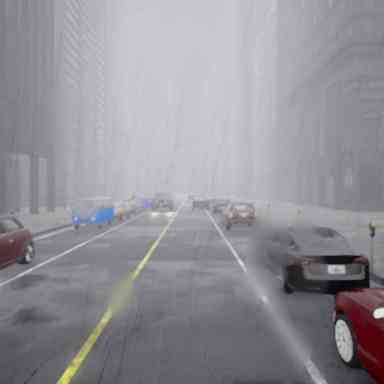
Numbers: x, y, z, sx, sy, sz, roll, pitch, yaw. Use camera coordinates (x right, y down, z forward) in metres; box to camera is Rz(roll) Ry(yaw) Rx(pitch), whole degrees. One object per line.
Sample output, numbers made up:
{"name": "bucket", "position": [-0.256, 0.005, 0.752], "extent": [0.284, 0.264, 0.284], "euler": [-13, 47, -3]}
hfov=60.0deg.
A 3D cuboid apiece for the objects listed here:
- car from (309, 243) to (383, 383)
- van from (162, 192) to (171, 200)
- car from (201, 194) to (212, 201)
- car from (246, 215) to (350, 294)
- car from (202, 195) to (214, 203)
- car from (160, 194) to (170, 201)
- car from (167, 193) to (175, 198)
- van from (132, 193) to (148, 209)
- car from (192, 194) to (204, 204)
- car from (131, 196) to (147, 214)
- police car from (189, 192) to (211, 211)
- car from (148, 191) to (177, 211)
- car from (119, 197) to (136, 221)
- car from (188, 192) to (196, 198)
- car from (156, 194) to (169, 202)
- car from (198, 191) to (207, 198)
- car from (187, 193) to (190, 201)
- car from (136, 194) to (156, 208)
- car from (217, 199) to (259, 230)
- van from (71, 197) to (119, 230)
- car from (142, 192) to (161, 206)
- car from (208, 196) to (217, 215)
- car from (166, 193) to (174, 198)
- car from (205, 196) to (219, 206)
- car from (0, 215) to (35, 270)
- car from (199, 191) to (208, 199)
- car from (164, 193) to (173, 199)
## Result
{"name": "car", "position": [2.761, 1.523, 2.803], "extent": [1.887, 1.381, 4.507], "euler": [0, 0, 0]}
{"name": "van", "position": [-5.728, 0.802, 76.072], "extent": [1.690, 1.788, 3.998], "euler": [0, 0, 0]}
{"name": "car", "position": [2.792, 1.117, 64.802], "extent": [1.802, 1.307, 4.206], "euler": [0, 0, 0]}
{"name": "car", "position": [2.764, 1.502, 8.440], "extent": [1.947, 1.339, 4.313], "euler": [0, 0, 0]}
{"name": "car", "position": [2.790, 1.156, 59.165], "extent": [1.802, 1.307, 4.206], "euler": [0, 0, 0]}
{"name": "car", "position": [-5.730, 1.080, 70.437], "extent": [1.802, 1.307, 4.206], "euler": [0, 0, 0]}
{"name": "car", "position": [-5.719, 0.921, 92.983], "extent": [1.947, 1.339, 4.313], "euler": [0, 0, 0]}
{"name": "van", "position": [-5.748, 1.072, 36.616], "extent": [1.690, 1.788, 3.998], "euler": [0, 0, 0]}
{"name": "car", "position": [0.927, 1.145, 52.591], "extent": [1.812, 1.442, 4.674], "euler": [0, 0, 0]}
{"name": "car", "position": [-5.750, 1.322, 30.981], "extent": [2.008, 1.369, 4.403], "euler": [0, 0, 0]}
{"name": "police car", "position": [0.919, 1.156, 36.701], "extent": [1.930, 1.638, 5.238], "euler": [0, 0, 0]}
{"name": "car", "position": [-3.078, 0.958, 36.318], "extent": [2.150, 2.045, 5.566], "euler": [0, 0, 0]}
{"name": "car", "position": [-5.753, 1.338, 25.175], "extent": [1.752, 1.417, 4.829], "euler": [0, 0, 0]}
{"name": "car", "position": [0.043, 0.822, 85.615], "extent": [1.994, 1.385, 4.181], "euler": [0, 0, 0]}
{"name": "car", "position": [-5.733, 1.086, 64.800], "extent": [2.008, 1.369, 4.403], "euler": [0, 0, 0]}
{"name": "car", "position": [2.802, 0.705, 87.343], "extent": [2.192, 1.841, 5.009], "euler": [0, 0, 0]}
{"name": "car", "position": [0.035, 0.991, 69.704], "extent": [1.837, 1.490, 4.892], "euler": [0, 0, 0]}
{"name": "car", "position": [-5.745, 1.132, 42.253], "extent": [1.967, 1.590, 4.097], "euler": [0, 0, 0]}
{"name": "car", "position": [2.769, 1.293, 19.710], "extent": [1.967, 1.590, 4.097], "euler": [0, 0, 0]}
{"name": "van", "position": [-5.756, 1.194, 19.707], "extent": [1.690, 1.788, 3.998], "euler": [0, 0, 0]}
{"name": "car", "position": [-5.742, 0.967, 47.889], "extent": [2.192, 1.841, 5.009], "euler": [0, 0, 0]}
{"name": "car", "position": [2.775, 1.337, 30.984], "extent": [1.947, 1.339, 4.313], "euler": [0, 0, 0]}
{"name": "car", "position": [-5.722, 0.972, 87.347], "extent": [1.802, 1.307, 4.206], "euler": [0, 0, 0]}
{"name": "car", "position": [2.784, 1.234, 47.893], "extent": [1.802, 1.307, 4.206], "euler": [0, 0, 0]}
{"name": "car", "position": [-5.761, 1.376, 8.435], "extent": [1.967, 1.590, 4.097], "euler": [0, 0, 0]}
{"name": "car", "position": [2.799, 0.740, 81.707], "extent": [2.192, 1.841, 5.009], "euler": [0, 0, 0]}
{"name": "car", "position": [-5.725, 0.951, 81.539], "extent": [1.752, 1.417, 4.829], "euler": [0, 0, 0]}
